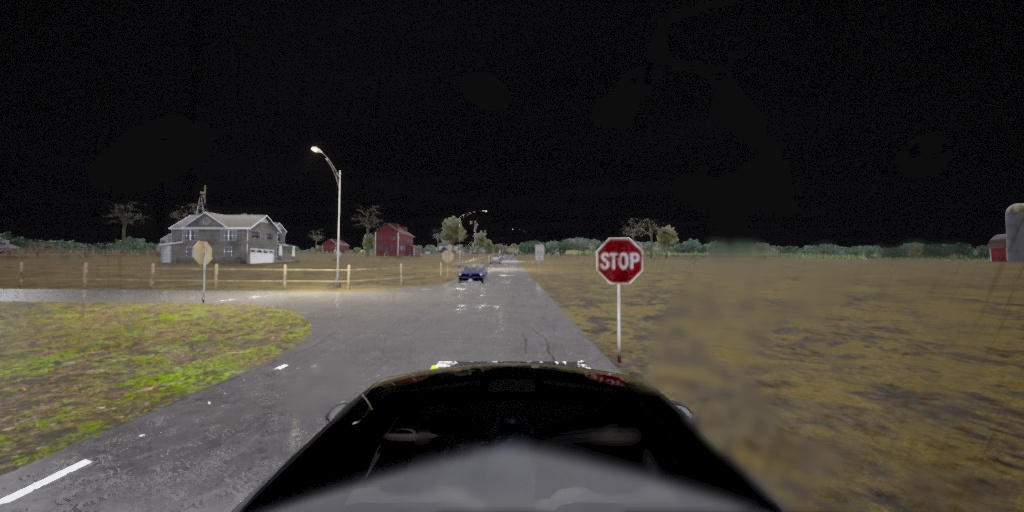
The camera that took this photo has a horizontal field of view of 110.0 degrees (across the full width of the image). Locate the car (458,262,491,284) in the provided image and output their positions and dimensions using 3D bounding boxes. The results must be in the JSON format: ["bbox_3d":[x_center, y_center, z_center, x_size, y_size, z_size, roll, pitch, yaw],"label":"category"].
[{"bbox_3d":[-2.828,1.305,26.524,1.895,1.301,4.718,0,1,0],"label":"car"}]

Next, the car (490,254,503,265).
[{"bbox_3d":[-3.015,0.852,65.006,1.812,1.442,4.674,0,2,0],"label":"car"}]
